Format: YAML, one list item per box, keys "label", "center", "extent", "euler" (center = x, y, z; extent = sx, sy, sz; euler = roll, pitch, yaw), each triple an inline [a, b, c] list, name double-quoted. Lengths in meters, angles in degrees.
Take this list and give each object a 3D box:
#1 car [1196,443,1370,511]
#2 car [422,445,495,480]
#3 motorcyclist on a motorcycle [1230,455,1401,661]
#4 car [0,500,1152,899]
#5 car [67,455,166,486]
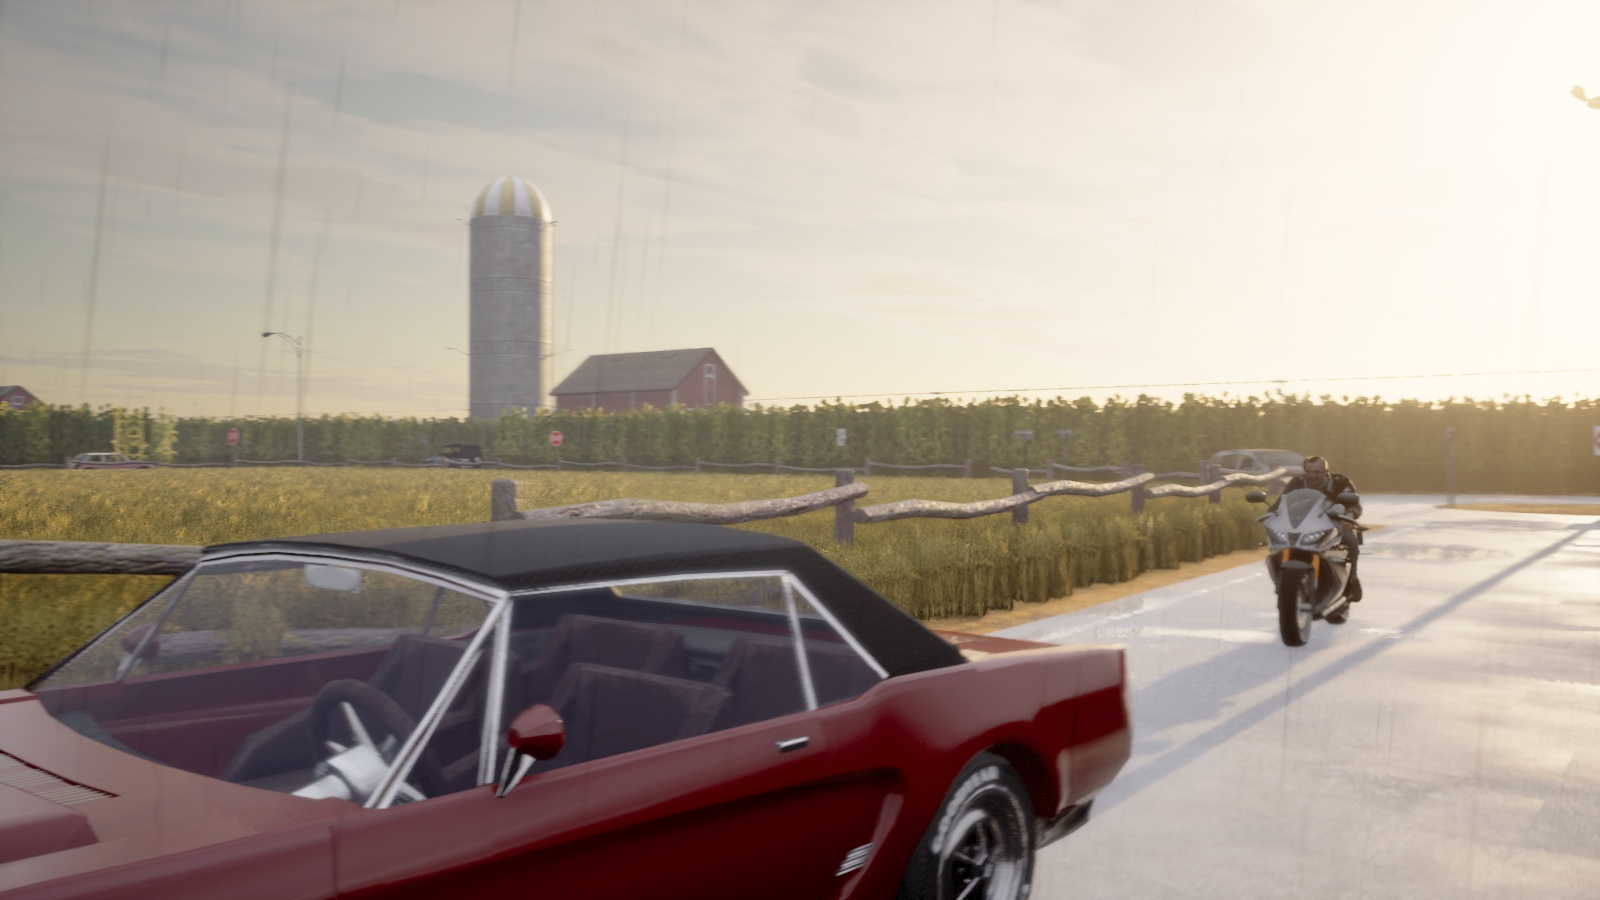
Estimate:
- label: "car"
  center: [12.754, 0.680, 33.526]
  extent: [2.242, 1.667, 4.611]
  euler: [0, 0, -11]
- label: "car"
  center: [-18.593, 0.648, 68.347]
  extent: [3.866, 1.878, 1.905]
  euler: [0, 0, 38]
- label: "motorcyclist on a motorcycle"
  center: [4.342, 0.808, 10.472]
  extent: [0.866, 1.530, 2.191]
  euler: [0, 0, 35]
- label: "car"
  center: [-1.069, 0.862, 3.088]
  extent: [1.895, 1.301, 4.718]
  euler: [0, 0, 41]
- label: "car"
  center: [-33.605, 0.985, 61.829]
  extent: [1.970, 1.475, 3.806]
  euler: [0, 0, 38]
